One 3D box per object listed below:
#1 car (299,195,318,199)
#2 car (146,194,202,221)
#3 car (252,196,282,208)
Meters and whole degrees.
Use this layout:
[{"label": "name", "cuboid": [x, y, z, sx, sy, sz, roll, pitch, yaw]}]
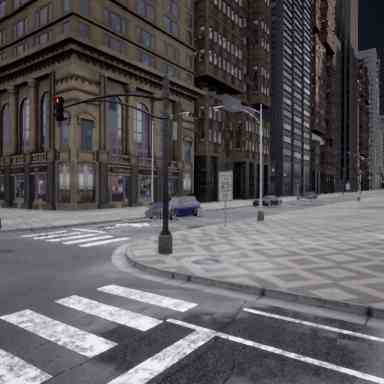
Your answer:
[{"label": "car", "cuboid": [17.760, 0.589, 50.508, 1.895, 1.301, 4.718, 0, 1, 35]}, {"label": "car", "cuboid": [-1.233, 1.062, 24.054, 2.097, 1.767, 4.553, 0, 1, 35]}, {"label": "car", "cuboid": [8.565, 1.086, 37.782, 1.895, 1.301, 4.718, 0, 1, 36]}]
